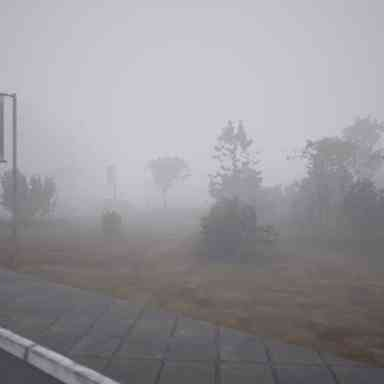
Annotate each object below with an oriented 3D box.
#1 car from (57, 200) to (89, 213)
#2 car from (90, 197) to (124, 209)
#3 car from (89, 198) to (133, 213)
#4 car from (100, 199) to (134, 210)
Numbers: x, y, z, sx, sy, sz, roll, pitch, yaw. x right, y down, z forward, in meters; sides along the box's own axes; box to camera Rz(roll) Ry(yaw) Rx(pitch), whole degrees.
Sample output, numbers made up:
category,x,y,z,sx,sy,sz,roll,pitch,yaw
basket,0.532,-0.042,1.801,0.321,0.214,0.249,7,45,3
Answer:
category,x,y,z,sx,sy,sz,roll,pitch,yaw
car,-13.154,1.695,40.271,1.882,1.535,5.008,0,0,39
car,-13.160,1.675,51.762,1.882,1.535,5.008,0,0,39
car,-9.308,1.537,39.475,2.097,1.767,4.553,0,0,39
car,-10.954,1.784,48.920,1.895,1.301,4.718,0,0,39
